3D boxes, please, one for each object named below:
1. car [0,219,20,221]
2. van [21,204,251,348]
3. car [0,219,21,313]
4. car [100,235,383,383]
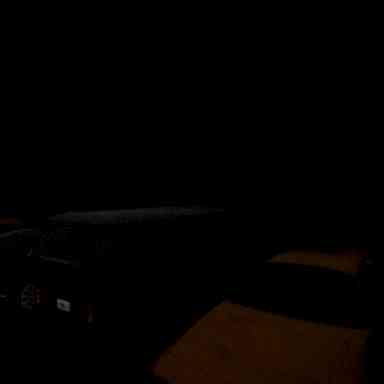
[{"bbox_3d":[-5.052,1.488,9.360,2.097,1.535,5.008,0,0,36],"label":"car"},{"bbox_3d":[-0.472,1.258,6.241,1.878,1.987,4.442,0,0,35],"label":"van"},{"bbox_3d":[-2.798,1.487,7.750,2.231,1.521,4.892,0,0,35],"label":"car"},{"bbox_3d":[1.609,1.478,4.386,1.946,1.575,5.366,0,0,35],"label":"car"}]
